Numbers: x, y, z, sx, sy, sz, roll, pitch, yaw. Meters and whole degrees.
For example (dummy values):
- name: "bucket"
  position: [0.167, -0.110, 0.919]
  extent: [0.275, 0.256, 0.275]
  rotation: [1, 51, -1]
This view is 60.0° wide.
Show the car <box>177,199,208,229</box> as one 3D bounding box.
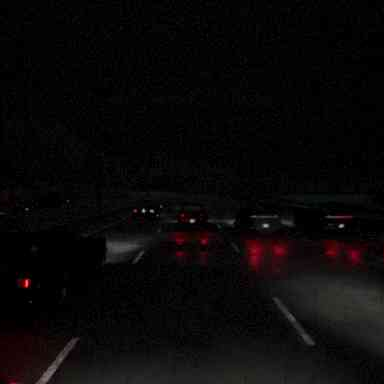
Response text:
- name: "car"
  position: [0.011, 1.414, 20.777]
  extent: [1.812, 1.442, 4.674]
  rotation: [0, 0, 0]

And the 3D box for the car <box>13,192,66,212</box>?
- name: "car"
  position: [-14.233, 1.085, 31.352]
  extent: [2.150, 2.045, 5.566]
  rotation: [0, 1, 0]

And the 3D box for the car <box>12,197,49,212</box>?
- name: "car"
  position: [-17.750, 1.371, 36.745]
  extent: [1.812, 1.442, 4.674]
  rotation: [0, 0, 0]

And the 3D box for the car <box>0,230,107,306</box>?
- name: "car"
  position: [-3.435, 1.566, 7.893]
  extent: [1.895, 1.301, 4.718]
  rotation: [0, 0, 0]

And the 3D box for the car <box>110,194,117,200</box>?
- name: "car"
  position: [-17.854, 1.144, 78.371]
  extent: [1.994, 1.385, 4.181]
  rotation: [0, 0, 0]

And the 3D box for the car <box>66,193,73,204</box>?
- name: "car"
  position: [-21.278, 1.306, 54.580]
  extent: [2.033, 1.411, 5.357]
  rotation: [0, 0, 0]

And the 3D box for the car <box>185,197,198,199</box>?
- name: "car"
  position: [-0.069, 1.272, 38.527]
  extent: [1.882, 1.535, 5.008]
  rotation: [0, 0, 0]

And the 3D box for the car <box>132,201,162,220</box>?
- name: "car"
  position: [-3.514, 1.413, 26.581]
  extent: [2.033, 1.411, 5.357]
  rotation: [0, 0, 0]

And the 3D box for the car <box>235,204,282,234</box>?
- name: "car"
  position: [3.521, 1.385, 18.324]
  extent: [2.128, 1.511, 4.902]
  rotation: [0, 0, 0]

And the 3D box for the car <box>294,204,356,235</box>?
- name: "car"
  position: [7.021, 1.378, 18.063]
  extent: [2.128, 1.511, 4.902]
  rotation: [0, 0, 0]

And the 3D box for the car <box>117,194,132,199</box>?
- name: "car"
  position: [-14.325, 1.243, 72.192]
  extent: [1.895, 1.301, 4.718]
  rotation: [0, 0, 0]
